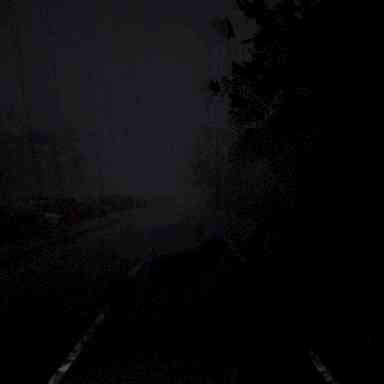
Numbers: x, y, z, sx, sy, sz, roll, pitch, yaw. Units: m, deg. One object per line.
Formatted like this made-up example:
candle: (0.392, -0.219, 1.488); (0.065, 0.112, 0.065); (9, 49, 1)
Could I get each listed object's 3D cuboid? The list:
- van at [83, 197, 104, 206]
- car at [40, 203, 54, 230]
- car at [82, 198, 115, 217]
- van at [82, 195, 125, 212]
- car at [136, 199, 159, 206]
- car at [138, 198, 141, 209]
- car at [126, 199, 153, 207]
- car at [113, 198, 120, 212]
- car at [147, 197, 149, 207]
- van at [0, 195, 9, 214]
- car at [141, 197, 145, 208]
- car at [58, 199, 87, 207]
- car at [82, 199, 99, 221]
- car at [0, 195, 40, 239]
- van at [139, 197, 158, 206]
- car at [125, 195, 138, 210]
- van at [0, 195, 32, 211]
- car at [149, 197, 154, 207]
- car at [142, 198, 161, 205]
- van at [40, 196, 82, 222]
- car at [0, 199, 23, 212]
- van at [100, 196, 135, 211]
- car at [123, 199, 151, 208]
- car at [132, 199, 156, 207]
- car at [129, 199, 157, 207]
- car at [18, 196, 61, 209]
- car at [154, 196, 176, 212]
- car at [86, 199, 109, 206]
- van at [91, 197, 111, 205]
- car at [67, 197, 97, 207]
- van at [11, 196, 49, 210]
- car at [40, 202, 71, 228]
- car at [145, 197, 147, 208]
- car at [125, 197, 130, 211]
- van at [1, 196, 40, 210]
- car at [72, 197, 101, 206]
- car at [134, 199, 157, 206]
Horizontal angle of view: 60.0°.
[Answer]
van: (-23.354, 2.262, 78.783); (4.442, 1.987, 1.878); (0, -1, 0)
car: (-10.326, 1.509, 17.629); (4.792, 1.488, 2.163); (0, 0, 0)
car: (-10.235, 1.602, 31.508); (4.792, 1.488, 2.163); (0, 0, 0)
van: (-10.136, 1.385, 37.063); (4.442, 1.987, 1.878); (0, 0, 0)
car: (-10.135, 2.452, 75.899); (4.792, 1.488, 2.163); (0, -1, 0)
car: (-10.230, 1.829, 48.144); (4.674, 1.452, 2.002); (0, -1, 0)
car: (-10.196, 2.170, 64.798); (4.892, 1.521, 2.231); (0, -1, 0)
car: (-10.262, 1.632, 34.285); (4.674, 1.452, 2.002); (0, 0, 0)
car: (-10.177, 1.854, 56.474); (4.553, 1.767, 2.185); (0, -1, 0)
van: (-23.215, 1.386, 37.255); (4.442, 1.987, 1.878); (0, 0, 0)
car: (-10.216, 1.853, 50.920); (5.008, 1.535, 2.097); (0, -1, 0)
car: (-23.264, 2.172, 64.930); (5.008, 1.535, 2.097); (0, -1, 0)
car: (-10.283, 1.535, 25.957); (5.008, 1.535, 2.097); (0, 0, 0)
car: (-10.275, 1.209, 14.854); (5.566, 2.045, 2.435); (0, 0, 0)
van: (-10.275, 2.260, 78.680); (4.442, 1.987, 1.878); (0, -1, 0)
car: (-10.269, 1.411, 42.600); (5.566, 2.045, 2.435); (0, -1, 0)
van: (-23.203, 1.438, 42.646); (4.442, 1.987, 1.878); (0, -1, 0)
car: (-10.017, 2.040, 59.247); (5.366, 1.575, 1.946); (0, -1, 0)
car: (-10.177, 2.490, 84.226); (4.553, 1.767, 2.185); (0, -1, 0)
van: (-10.401, 1.291, 23.183); (4.442, 1.987, 1.878); (0, 0, 0)
car: (-23.331, 1.630, 40.024); (5.008, 1.535, 2.097); (0, 0, 0)
van: (-10.117, 1.500, 45.374); (4.442, 1.987, 1.878); (0, -1, 0)
car: (-10.190, 2.107, 62.022); (4.892, 1.521, 2.231); (0, -1, 0)
car: (-10.148, 2.326, 70.348); (4.792, 1.488, 2.163); (0, -1, 0)
car: (-9.998, 2.230, 67.573); (5.366, 1.575, 1.946); (0, -1, 0)
car: (-23.273, 1.602, 50.963); (5.566, 2.045, 2.435); (0, -1, 0)
car: (-3.266, 1.471, 43.387); (2.150, 2.045, 5.566); (0, -1, 0)
car: (-23.237, 2.551, 81.547); (5.008, 1.535, 2.097); (0, -1, 0)
van: (-23.117, 2.392, 84.337); (4.442, 1.987, 1.878); (0, -1, 0)
car: (-23.229, 2.047, 70.475); (5.566, 2.045, 2.435); (0, -1, 0)
van: (-23.424, 1.564, 48.193); (4.442, 1.987, 1.878); (0, -1, 0)
car: (-10.293, 1.538, 20.405); (4.674, 1.452, 2.002); (0, 0, 0)
car: (-10.184, 1.790, 53.699); (4.553, 1.767, 2.185); (0, -1, 0)
car: (-10.276, 1.659, 39.844); (4.792, 1.488, 2.163); (0, -1, 0)
van: (-23.430, 1.504, 45.549); (4.442, 1.987, 1.878); (0, -1, 0)
car: (-23.222, 2.110, 73.245); (5.566, 2.045, 2.435); (0, -1, 0)
car: (-10.142, 2.389, 73.123); (4.792, 1.488, 2.163); (0, -1, 0)
